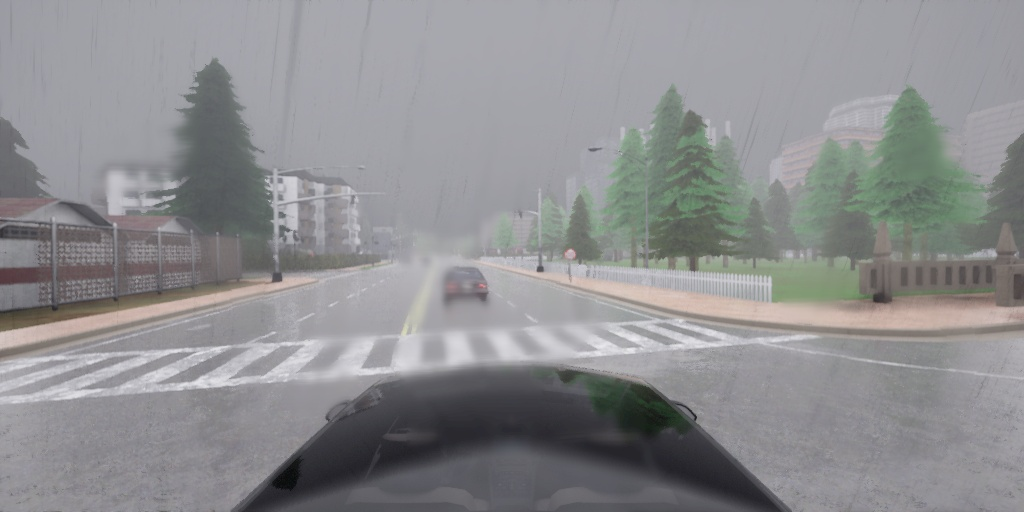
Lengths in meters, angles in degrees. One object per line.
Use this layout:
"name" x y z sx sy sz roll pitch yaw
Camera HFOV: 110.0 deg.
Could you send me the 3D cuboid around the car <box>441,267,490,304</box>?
"car" -2.111 1.195 15.773 2.033 1.411 5.357 -1 1 -11
